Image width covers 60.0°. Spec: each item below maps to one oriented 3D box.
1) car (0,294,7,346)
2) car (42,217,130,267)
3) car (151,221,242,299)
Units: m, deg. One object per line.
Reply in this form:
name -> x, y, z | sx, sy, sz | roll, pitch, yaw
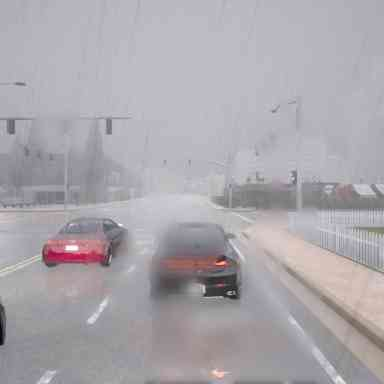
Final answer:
car -> -3.408, 1.492, 2.543 | 2.128, 1.511, 4.902 | 0, 0, 0
car -> -3.418, 1.564, 11.451 | 1.994, 1.385, 4.181 | 0, 0, 0
car -> 0.087, 1.505, 8.413 | 1.837, 1.490, 4.892 | 0, 0, 0
